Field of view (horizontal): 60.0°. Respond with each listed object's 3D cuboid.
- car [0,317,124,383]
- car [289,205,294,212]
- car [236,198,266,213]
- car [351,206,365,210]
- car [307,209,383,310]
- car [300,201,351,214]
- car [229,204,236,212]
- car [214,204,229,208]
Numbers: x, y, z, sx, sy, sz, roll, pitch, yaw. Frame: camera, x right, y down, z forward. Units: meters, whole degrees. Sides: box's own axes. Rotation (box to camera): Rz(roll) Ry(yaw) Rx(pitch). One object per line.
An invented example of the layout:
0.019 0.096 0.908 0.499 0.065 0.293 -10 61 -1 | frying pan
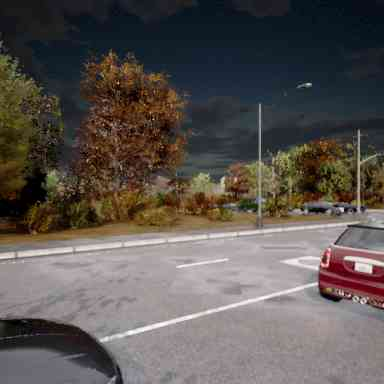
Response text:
-2.769 1.491 1.777 4.902 1.511 2.128 0 0 -35 | car
11.882 2.045 46.141 1.882 1.535 5.008 0 -3 -32 | car
8.805 1.784 44.463 2.150 2.045 5.566 0 -3 -31 | car
17.093 1.843 37.790 1.895 1.301 4.718 0 -1 -32 | car
4.773 1.366 7.098 4.553 1.767 2.097 0 0 -35 | car
14.052 1.724 36.044 2.128 1.511 4.902 0 -1 -32 | car
6.250 2.644 55.165 2.033 1.411 5.357 0 -3 -32 | car
3.279 2.686 53.328 1.895 1.301 4.718 0 -3 -32 | car
